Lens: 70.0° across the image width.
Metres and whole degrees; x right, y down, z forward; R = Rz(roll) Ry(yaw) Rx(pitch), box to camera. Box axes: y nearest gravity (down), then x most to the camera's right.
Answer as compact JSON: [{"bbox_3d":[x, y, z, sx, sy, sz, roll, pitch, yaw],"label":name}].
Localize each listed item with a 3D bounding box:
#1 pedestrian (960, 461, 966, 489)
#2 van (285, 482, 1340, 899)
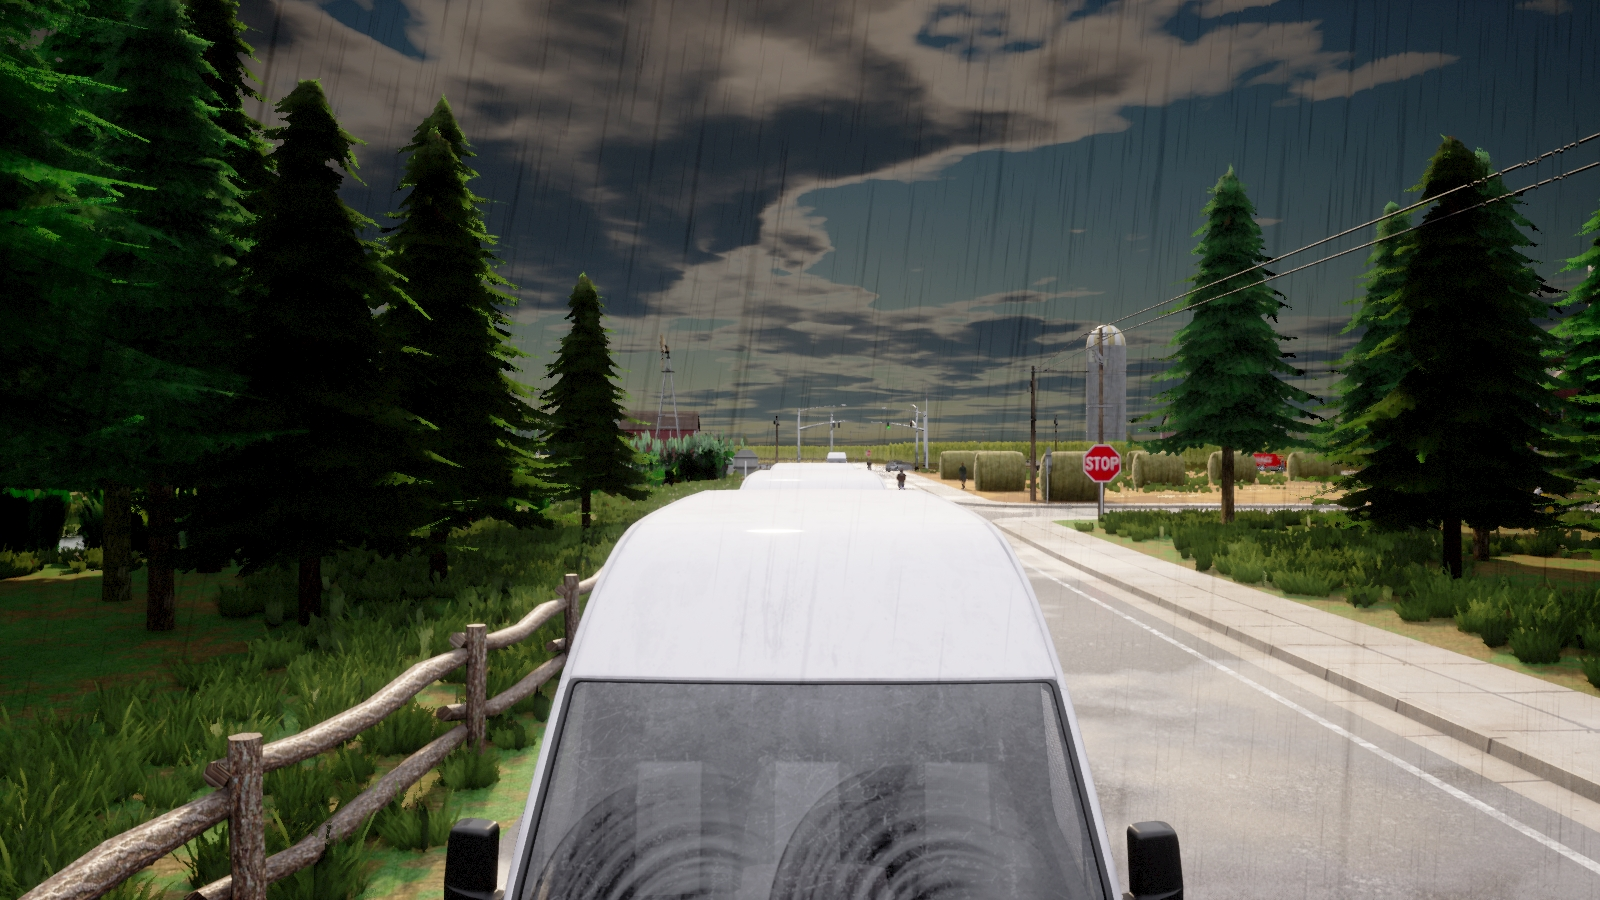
[{"bbox_3d":[10.764,1.660,75.407,0.375,1.860,0.375,0,0,-1],"label":"pedestrian"},{"bbox_3d":[0.056,1.508,5.110,1.988,2.561,5.915,0,0,1],"label":"van"}]
